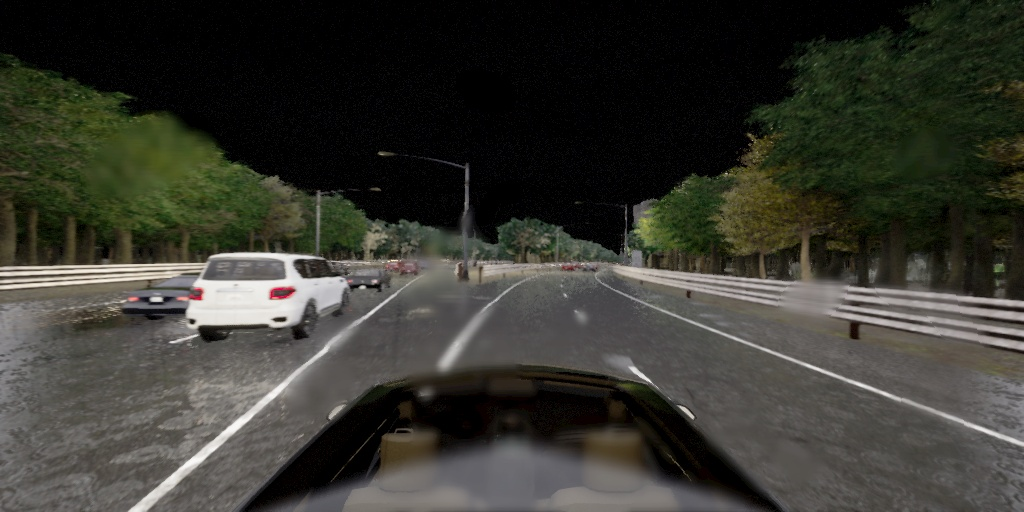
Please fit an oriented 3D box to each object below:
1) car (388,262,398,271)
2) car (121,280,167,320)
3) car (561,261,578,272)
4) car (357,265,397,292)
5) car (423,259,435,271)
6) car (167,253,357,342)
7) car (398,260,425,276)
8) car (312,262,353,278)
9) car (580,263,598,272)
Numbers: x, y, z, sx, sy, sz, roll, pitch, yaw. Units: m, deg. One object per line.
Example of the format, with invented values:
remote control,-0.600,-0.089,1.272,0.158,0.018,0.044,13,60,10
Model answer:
car,-15.797,1.477,48.473,1.812,1.442,4.674,1,-1,-7
car,-10.146,1.250,12.251,2.033,1.411,5.357,1,-1,-11
car,9.930,1.950,63.148,1.882,1.535,5.008,1,-1,17
car,-8.426,1.421,21.527,1.895,1.301,4.718,1,-1,-10
car,-13.203,1.606,56.101,2.033,1.411,5.357,1,-1,-6
car,-6.194,0.959,9.956,2.150,2.045,5.566,1,-1,-12
car,-11.457,1.480,41.104,1.812,1.442,4.674,1,-1,-8
car,-17.817,1.353,35.881,2.033,1.411,5.357,1,-1,-7
car,13.636,2.050,63.328,1.812,1.442,4.674,1,-1,17
